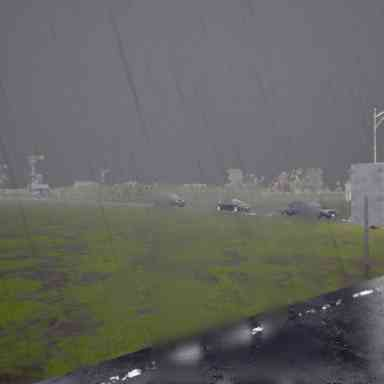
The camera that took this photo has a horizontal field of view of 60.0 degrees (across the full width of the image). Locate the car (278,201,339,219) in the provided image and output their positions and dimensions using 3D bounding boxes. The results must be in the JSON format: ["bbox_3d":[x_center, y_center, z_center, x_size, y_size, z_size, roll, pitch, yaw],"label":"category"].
[{"bbox_3d":[10.075,1.535,29.353,2.033,1.411,5.357,0,0,-33],"label":"car"}]

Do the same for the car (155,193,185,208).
[{"bbox_3d":[-3.256,1.203,48.336,2.150,2.045,5.566,0,0,-37],"label":"car"}]

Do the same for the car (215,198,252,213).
[{"bbox_3d":[4.596,1.489,37.554,1.837,1.490,4.892,0,0,-35],"label":"car"}]
